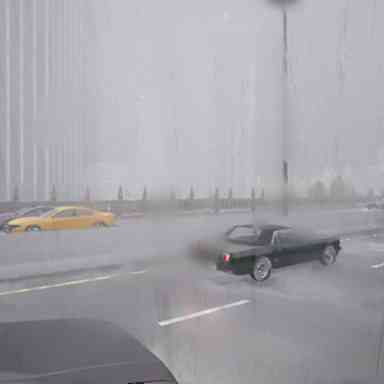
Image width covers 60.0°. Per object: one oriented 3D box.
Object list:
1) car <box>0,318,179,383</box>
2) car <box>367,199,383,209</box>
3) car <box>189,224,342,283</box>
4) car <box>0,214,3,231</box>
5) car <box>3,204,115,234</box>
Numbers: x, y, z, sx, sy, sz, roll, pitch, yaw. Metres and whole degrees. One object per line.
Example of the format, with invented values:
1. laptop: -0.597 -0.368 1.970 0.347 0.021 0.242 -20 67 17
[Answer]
1. car: -2.631 1.551 1.873 5.357 1.411 2.033 0 0 -36
2. car: 24.332 1.538 42.844 4.181 1.385 1.994 0 0 -35
3. car: 2.324 1.587 9.707 4.718 1.301 1.895 0 0 -36
4. car: -8.896 1.485 19.145 4.902 1.511 2.128 0 0 -35
5. car: -6.368 1.470 16.649 5.008 1.535 1.882 0 0 -36
